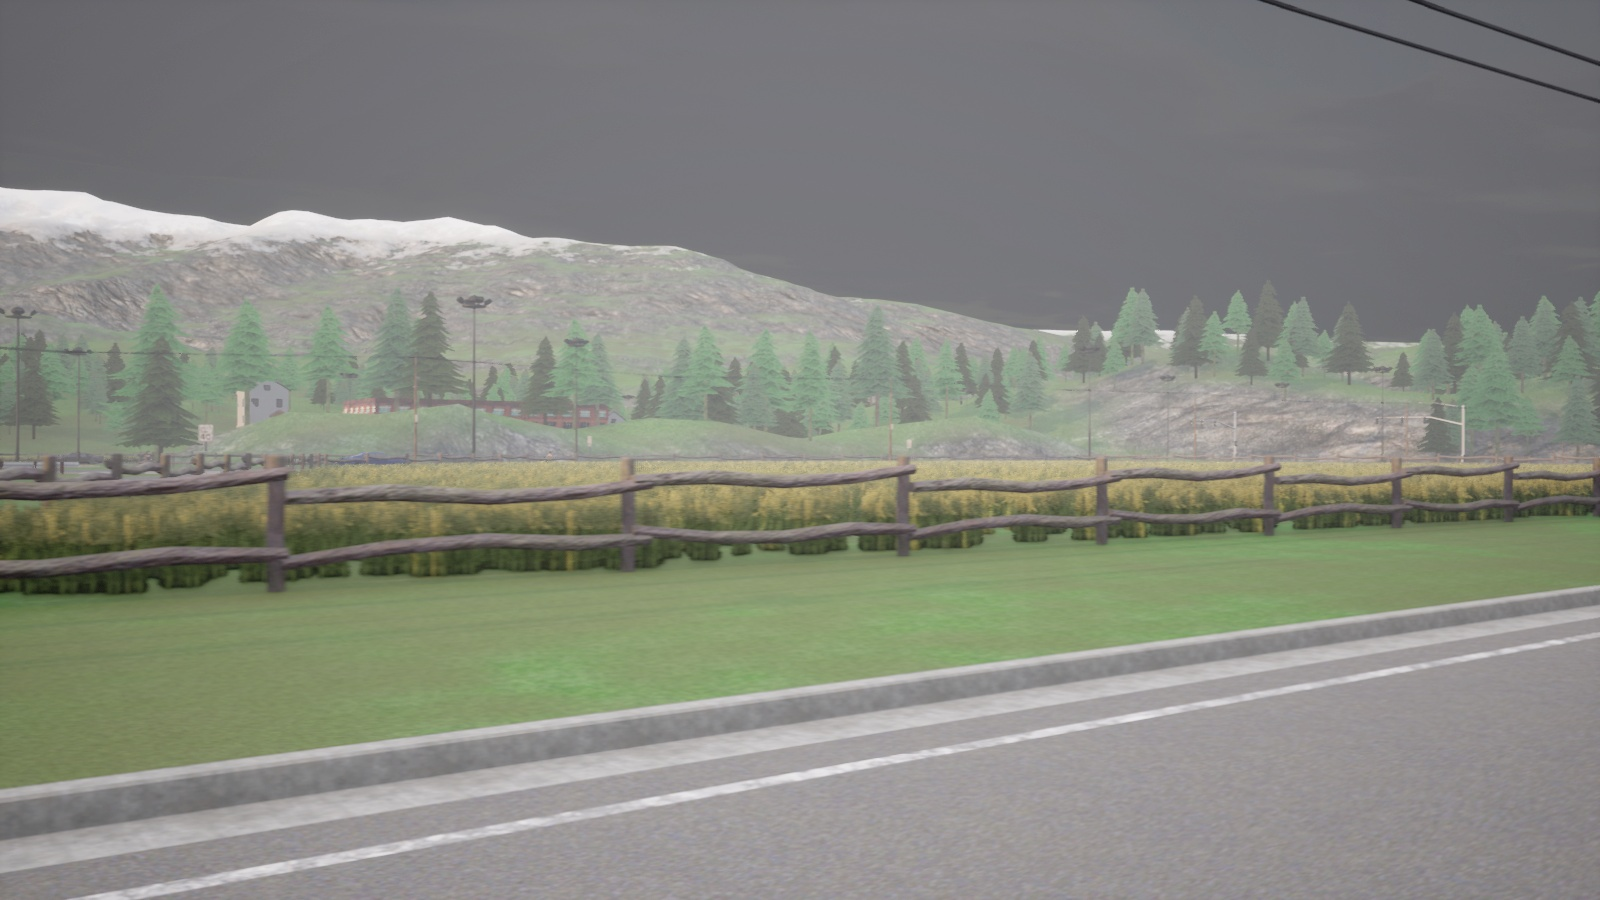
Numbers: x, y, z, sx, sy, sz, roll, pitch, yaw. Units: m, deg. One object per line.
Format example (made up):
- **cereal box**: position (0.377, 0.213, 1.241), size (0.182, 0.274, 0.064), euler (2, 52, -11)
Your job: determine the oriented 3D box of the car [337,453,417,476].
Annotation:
- **car**: position (-29.544, 0.998, 87.758), size (5.008, 1.535, 1.882), euler (0, 0, -36)
